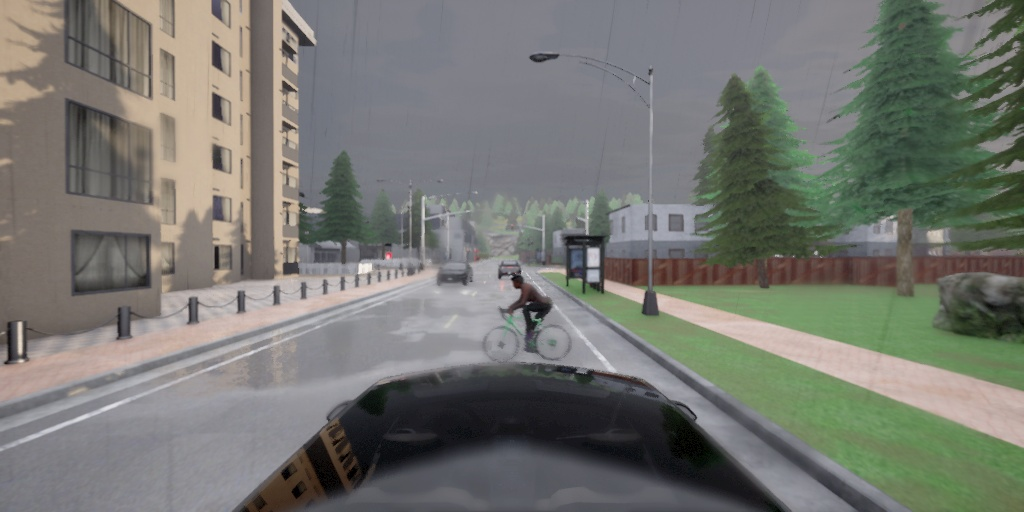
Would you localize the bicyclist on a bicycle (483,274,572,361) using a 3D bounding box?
[{"bbox_3d":[0.276,1.164,6.636,1.656,1.620,0.582,-1,0,0],"label":"bicyclist on a bicycle"}]

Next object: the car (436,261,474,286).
[{"bbox_3d":[-3.669,1.088,23.689,1.882,1.535,5.008,0,0,0],"label":"car"}]

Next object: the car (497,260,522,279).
[{"bbox_3d":[-0.172,1.063,29.478,2.128,1.511,4.902,0,0,0],"label":"car"}]
